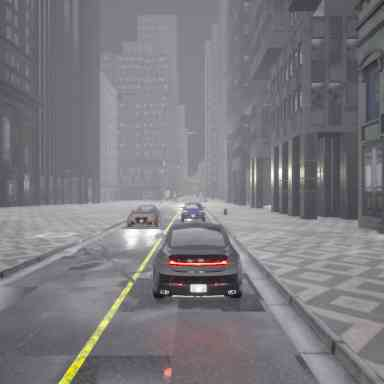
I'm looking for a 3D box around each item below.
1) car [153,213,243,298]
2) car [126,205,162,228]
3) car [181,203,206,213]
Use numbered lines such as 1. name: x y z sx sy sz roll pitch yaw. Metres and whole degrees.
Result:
1. car: 0.105 1.509 8.483 1.837 1.490 4.892 0 0 0
2. car: -3.101 1.586 22.394 1.994 1.385 4.181 0 0 0
3. car: 0.100 1.558 26.329 1.812 1.442 4.674 0 0 0
